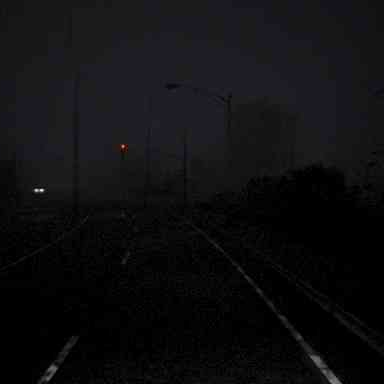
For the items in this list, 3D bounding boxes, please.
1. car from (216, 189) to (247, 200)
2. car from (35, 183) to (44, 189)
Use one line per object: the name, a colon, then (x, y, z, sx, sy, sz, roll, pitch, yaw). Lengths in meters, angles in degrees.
car: (5.497, 0.407, 44.234, 4.902, 1.511, 2.128, 0, 2, -24)
car: (-37.321, -1.405, 81.236, 2.128, 1.511, 4.902, -1, 3, -27)
